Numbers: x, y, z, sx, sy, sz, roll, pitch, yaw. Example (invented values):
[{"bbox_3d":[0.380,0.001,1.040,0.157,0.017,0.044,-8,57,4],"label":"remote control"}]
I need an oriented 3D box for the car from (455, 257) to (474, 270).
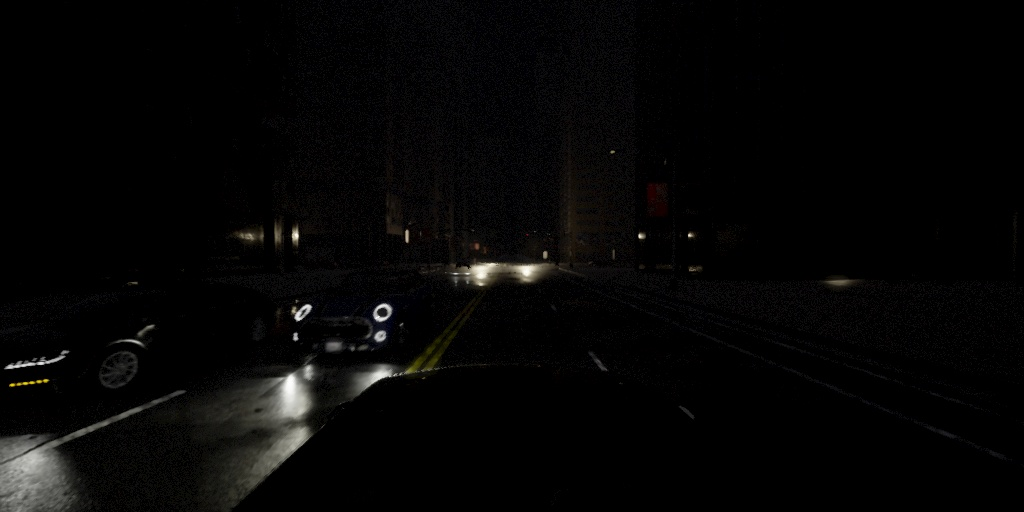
[{"bbox_3d":[-6.495,1.028,48.723,1.812,1.442,4.674,0,0,0],"label":"car"}]

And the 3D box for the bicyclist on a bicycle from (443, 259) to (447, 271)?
[{"bbox_3d":[-8.746,1.246,46.609,0.582,1.620,1.656,0,-1,0],"label":"bicyclist on a bicycle"}]

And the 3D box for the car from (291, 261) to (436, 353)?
[{"bbox_3d":[-3.350,1.114,8.983,2.097,1.767,4.553,0,0,0],"label":"car"}]

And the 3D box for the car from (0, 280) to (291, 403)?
[{"bbox_3d":[-6.599,1.264,6.684,1.837,1.490,4.892,0,0,0],"label":"car"}]

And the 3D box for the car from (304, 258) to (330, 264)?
[{"bbox_3d":[-30.147,1.260,56.608,5.009,1.841,2.192,0,0,0],"label":"car"}]

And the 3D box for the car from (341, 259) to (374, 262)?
[{"bbox_3d":[-24.721,1.492,56.611,4.313,1.339,1.948,0,0,0],"label":"car"}]
